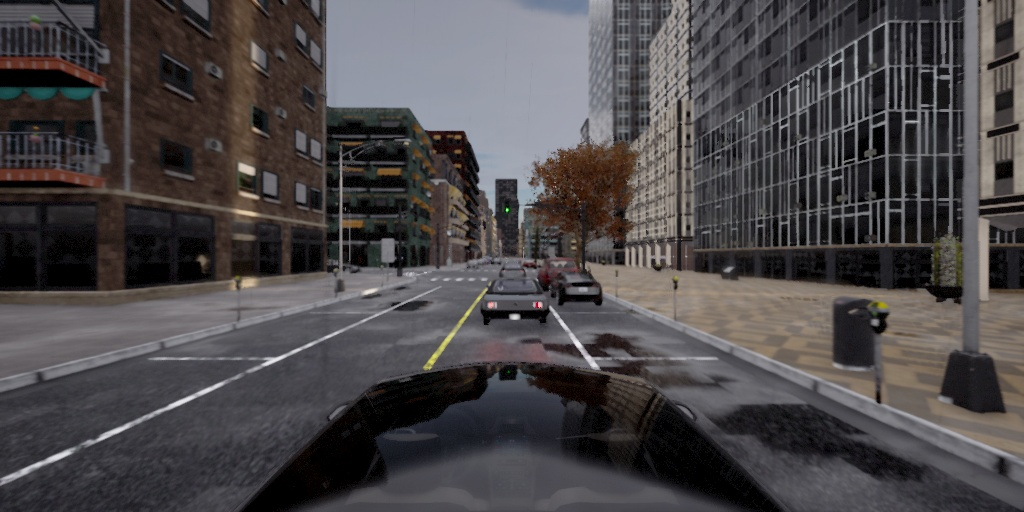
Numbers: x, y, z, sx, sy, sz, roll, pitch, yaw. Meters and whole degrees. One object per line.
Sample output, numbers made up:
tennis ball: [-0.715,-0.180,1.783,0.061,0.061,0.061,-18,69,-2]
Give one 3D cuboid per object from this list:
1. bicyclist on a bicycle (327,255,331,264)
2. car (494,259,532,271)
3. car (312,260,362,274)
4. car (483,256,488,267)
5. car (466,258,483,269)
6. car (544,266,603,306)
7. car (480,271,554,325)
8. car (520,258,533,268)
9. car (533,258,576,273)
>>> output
bicyclist on a bicycle: [-23.270,0.682,45.200,0.582,1.620,1.656,1,0,-1]
car: [0.044,1.198,25.654,2.128,1.511,4.902,0,0,0]
car: [-16.510,1.033,33.957,4.403,1.370,2.007,0,0,-1]
car: [-5.835,1.210,64.464,2.007,1.370,4.403,0,0,0]
car: [-5.809,1.219,53.398,2.007,1.370,4.403,0,0,0]
car: [2.660,1.290,15.507,1.948,1.339,4.313,0,0,0]
car: [0.077,1.332,11.735,1.895,1.301,4.718,0,0,0]
car: [2.571,1.214,53.418,1.888,1.381,4.507,0,0,0]
car: [2.647,1.030,21.030,2.192,1.841,5.009,0,0,0]
